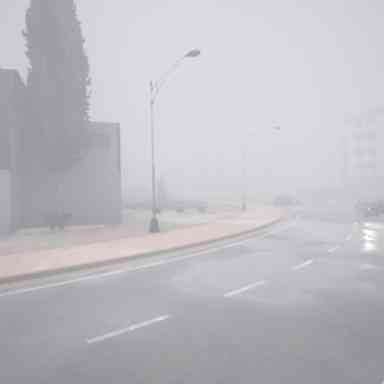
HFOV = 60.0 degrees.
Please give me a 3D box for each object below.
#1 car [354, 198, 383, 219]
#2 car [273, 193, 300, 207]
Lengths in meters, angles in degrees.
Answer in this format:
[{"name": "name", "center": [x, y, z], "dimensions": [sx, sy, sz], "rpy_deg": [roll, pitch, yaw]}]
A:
[{"name": "car", "center": [12.708, 1.126, 23.261], "dimensions": [1.895, 1.301, 4.718], "rpy_deg": [-1, 1, 17]}, {"name": "car", "center": [11.167, 0.889, 39.453], "dimensions": [2.128, 1.511, 4.902], "rpy_deg": [-1, 1, -5]}]
